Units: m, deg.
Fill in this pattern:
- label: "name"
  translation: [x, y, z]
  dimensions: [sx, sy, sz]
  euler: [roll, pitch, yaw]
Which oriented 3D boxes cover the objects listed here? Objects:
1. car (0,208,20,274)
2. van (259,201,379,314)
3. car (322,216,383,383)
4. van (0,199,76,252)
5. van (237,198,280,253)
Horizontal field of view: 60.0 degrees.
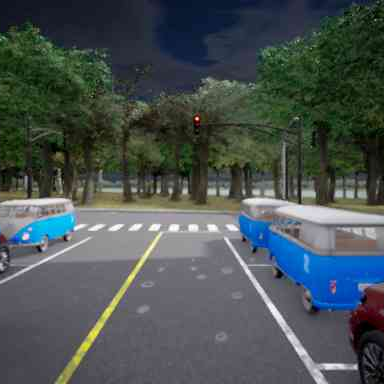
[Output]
- label: "car"
  translation: [-5.772, 1.338, 7.085]
  dimensions: [1.967, 1.590, 4.097]
  euler: [0, 1, 0]
- label: "van"
  translation: [2.753, 1.239, 7.093]
  dimensions: [1.690, 1.788, 3.998]
  euler: [0, 1, 0]
- label: "car"
  translation: [2.759, 1.289, 1.656]
  dimensions: [2.192, 1.841, 5.009]
  euler: [0, 1, 0]
- label: "van"
  translation: [-5.779, 1.162, 12.521]
  dimensions: [1.690, 1.788, 3.998]
  euler: [0, 1, 0]
- label: "van"
  translation: [2.746, 1.162, 12.530]
  dimensions: [1.690, 1.788, 3.998]
  euler: [0, 1, 0]
